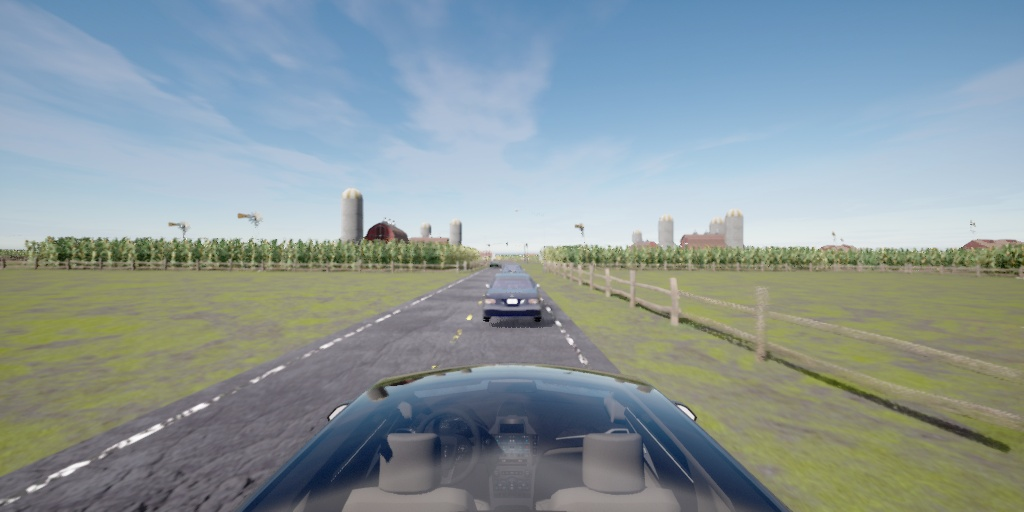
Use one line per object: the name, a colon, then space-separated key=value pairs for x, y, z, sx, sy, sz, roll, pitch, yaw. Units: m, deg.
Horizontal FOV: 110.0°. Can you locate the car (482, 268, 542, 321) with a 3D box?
car: x=0.022 y=1.306 z=12.450 sx=2.033 sy=1.411 sz=5.357 roll=0 pitch=0 yaw=1

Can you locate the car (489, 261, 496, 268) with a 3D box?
car: x=-2.829 y=1.456 z=59.762 sx=1.895 sy=1.301 sz=4.718 roll=0 pitch=0 yaw=1

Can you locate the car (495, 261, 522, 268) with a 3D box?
car: x=0.015 y=1.327 z=27.449 sx=2.033 sy=1.411 sz=5.357 roll=0 pitch=0 yaw=1
